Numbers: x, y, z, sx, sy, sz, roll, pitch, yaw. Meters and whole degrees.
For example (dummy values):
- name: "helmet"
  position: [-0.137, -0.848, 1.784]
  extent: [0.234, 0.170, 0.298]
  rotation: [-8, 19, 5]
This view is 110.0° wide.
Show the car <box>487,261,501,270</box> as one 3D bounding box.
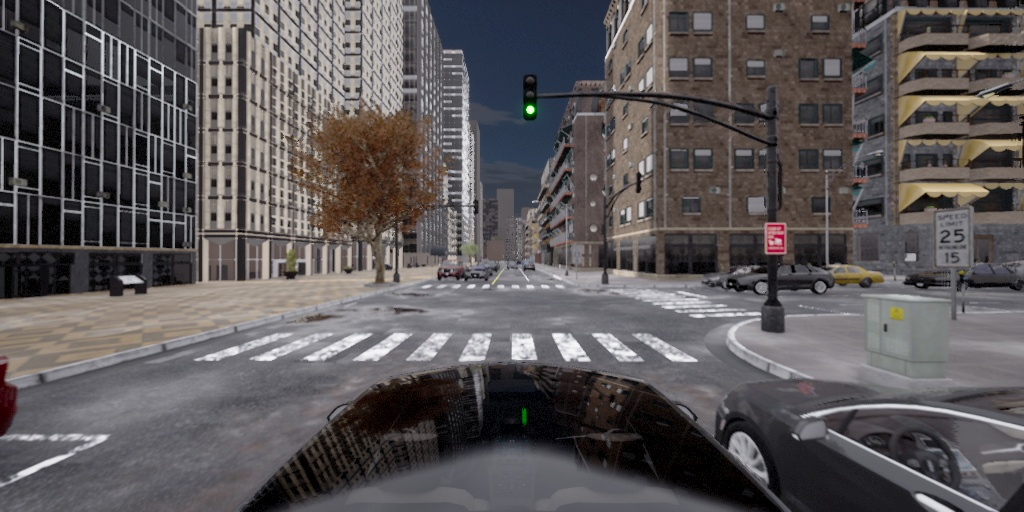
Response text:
- name: "car"
  position: [-3.067, 1.671, 62.322]
  extent: [2.128, 1.511, 4.902]
  rotation: [0, 0, 0]

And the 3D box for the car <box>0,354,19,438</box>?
- name: "car"
  position: [-5.691, 1.294, 1.536]
  extent: [1.888, 1.381, 4.507]
  rotation: [0, 0, 0]

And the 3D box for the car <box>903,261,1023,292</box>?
- name: "car"
  position: [23.650, 1.059, 18.481]
  extent: [5.357, 1.411, 2.033]
  rotation: [-1, 0, -1]

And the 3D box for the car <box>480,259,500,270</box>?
- name: "car"
  position: [-3.105, 1.453, 51.946]
  extent: [2.097, 1.767, 4.553]
  rotation: [0, 0, 0]

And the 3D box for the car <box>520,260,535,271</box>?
- name: "car"
  position: [2.673, 1.697, 56.016]
  extent: [1.948, 1.339, 4.313]
  rotation: [0, 0, 0]

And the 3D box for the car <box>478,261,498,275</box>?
- name: "car"
  position: [-3.113, 1.575, 41.796]
  extent: [2.033, 1.411, 5.357]
  rotation: [0, 0, 0]

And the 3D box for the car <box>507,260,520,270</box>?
- name: "car"
  position: [0.090, 1.736, 63.554]
  extent: [2.033, 1.411, 5.357]
  rotation: [0, 0, 0]

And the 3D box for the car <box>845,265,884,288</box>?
- name: "car"
  position: [18.826, 1.116, 21.016]
  extent: [4.829, 1.417, 1.751]
  rotation: [0, 0, -1]

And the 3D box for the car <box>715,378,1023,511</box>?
- name: "car"
  position: [2.689, 1.299, 1.539]
  extent: [2.007, 1.370, 4.403]
  rotation: [0, 0, 0]

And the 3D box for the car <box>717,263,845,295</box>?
- name: "car"
  position: [13.646, 1.154, 18.385]
  extent: [4.892, 1.490, 1.837]
  rotation: [-1, 0, 0]

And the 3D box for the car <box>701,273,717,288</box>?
- name: "car"
  position: [13.429, 1.218, 20.959]
  extent: [4.403, 1.370, 2.007]
  rotation: [0, 0, -1]

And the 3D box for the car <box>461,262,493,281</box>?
- name: "car"
  position: [-3.101, 1.524, 32.411]
  extent: [1.994, 1.385, 4.181]
  rotation: [0, 0, 1]

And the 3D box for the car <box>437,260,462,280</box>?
- name: "car"
  position: [-5.702, 1.285, 33.923]
  extent: [2.192, 1.841, 5.009]
  rotation: [0, 0, 0]
